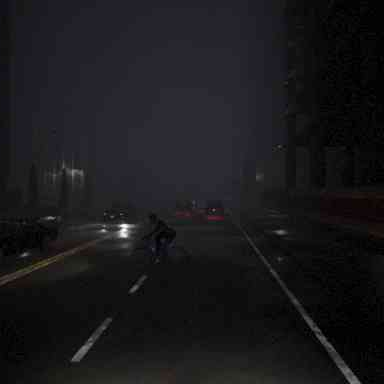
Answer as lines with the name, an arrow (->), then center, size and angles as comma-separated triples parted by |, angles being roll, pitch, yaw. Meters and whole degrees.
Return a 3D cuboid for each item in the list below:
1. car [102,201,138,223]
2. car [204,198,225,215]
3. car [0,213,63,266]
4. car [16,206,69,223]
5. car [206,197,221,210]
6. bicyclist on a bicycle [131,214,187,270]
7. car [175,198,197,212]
car -> -5.477, 1.505, 25.861 | 1.837, 1.490, 4.892 | 0, 0, 4
car -> 2.294, 1.503, 34.416 | 1.837, 1.490, 4.892 | 0, 0, 4
car -> -6.461, 1.601, 11.275 | 1.895, 1.301, 4.718 | 0, 0, 4
car -> -9.351, 1.547, 20.033 | 2.033, 1.411, 5.357 | 0, 0, 4
car -> 2.916, 1.477, 43.864 | 1.882, 1.535, 5.008 | 0, 0, 6
bicyclist on a bicycle -> -0.956, 1.451, 9.561 | 1.656, 1.620, 0.582 | -1, 0, 4
car -> -0.885, 1.491, 39.359 | 2.128, 1.511, 4.902 | 0, 0, 4
